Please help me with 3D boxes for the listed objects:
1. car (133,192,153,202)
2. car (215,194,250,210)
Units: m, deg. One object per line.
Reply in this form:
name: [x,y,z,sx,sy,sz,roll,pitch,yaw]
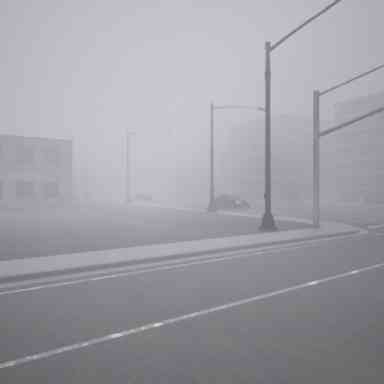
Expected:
car: [-8.478,0.805,57.640,1.882,1.535,5.008,0,1,-34]
car: [4.608,1.088,38.463,2.097,1.767,4.553,0,1,-34]
